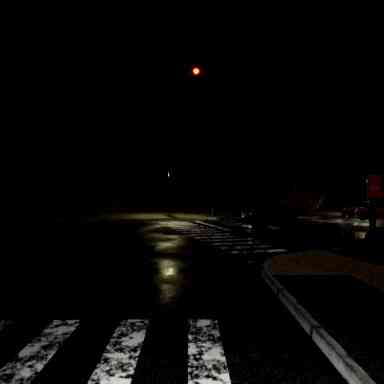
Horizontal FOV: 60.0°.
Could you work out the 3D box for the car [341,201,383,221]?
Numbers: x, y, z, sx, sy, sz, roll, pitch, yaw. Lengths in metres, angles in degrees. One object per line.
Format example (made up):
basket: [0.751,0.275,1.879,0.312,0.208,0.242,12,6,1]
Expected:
car: [15.482,1.592,29.304,4.553,1.767,2.097,1,0,-17]

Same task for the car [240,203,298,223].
car: [6.096,1.619,26.212,4.674,1.442,1.812,1,0,-19]
